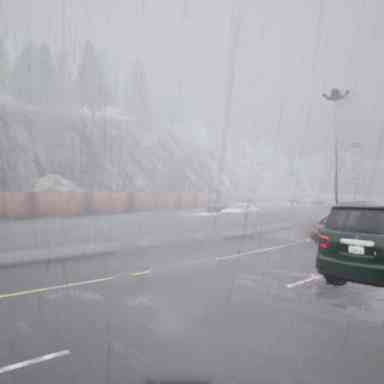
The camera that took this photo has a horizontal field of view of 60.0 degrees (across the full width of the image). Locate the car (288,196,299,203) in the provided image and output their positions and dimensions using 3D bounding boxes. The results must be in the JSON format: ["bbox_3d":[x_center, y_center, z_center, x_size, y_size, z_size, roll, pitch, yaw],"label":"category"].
[{"bbox_3d":[23.025,1.743,75.133,1.882,1.535,5.008,0,0,29],"label":"car"}]

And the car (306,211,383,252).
[{"bbox_3d":[7.130,1.654,15.134,1.895,1.301,4.718,0,0,44],"label":"car"}]

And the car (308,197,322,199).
[{"bbox_3d":[23.096,1.697,60.675,1.882,1.535,5.008,0,0,29],"label":"car"}]

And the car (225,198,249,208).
[{"bbox_3d":[7.380,1.718,53.897,2.128,1.511,4.902,0,0,29],"label":"car"}]

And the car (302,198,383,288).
[{"bbox_3d":[5.258,1.249,8.432,5.566,2.045,2.150,0,0,-42],"label":"car"}]

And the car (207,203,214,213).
[{"bbox_3d":[3.379,1.735,39.500,1.994,1.385,4.181,0,0,31],"label":"car"}]

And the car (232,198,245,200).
[{"bbox_3d":[5.731,1.644,36.621,2.128,1.511,4.902,0,0,31],"label":"car"}]

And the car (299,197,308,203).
[{"bbox_3d":[25.032,1.787,71.503,1.812,1.442,4.674,0,0,29],"label":"car"}]

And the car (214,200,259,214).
[{"bbox_3d":[4.099,1.644,28.061,1.812,1.442,4.674,0,0,37],"label":"car"}]
